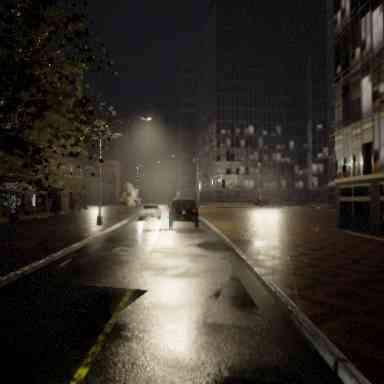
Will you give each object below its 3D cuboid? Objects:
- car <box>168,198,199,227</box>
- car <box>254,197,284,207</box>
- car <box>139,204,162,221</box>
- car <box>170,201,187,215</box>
[{"bbox_3d":[-0.647,1.470,25.112,2.150,2.045,5.566,0,0,-3],"label":"car"},{"bbox_3d":[13.156,1.737,56.770,5.009,1.841,2.192,0,-2,14],"label":"car"},{"bbox_3d":[-3.798,1.828,31.011,1.812,1.442,4.674,0,-1,-3],"label":"car"},{"bbox_3d":[-1.696,1.921,40.597,1.812,1.442,4.674,0,-1,-4],"label":"car"}]
